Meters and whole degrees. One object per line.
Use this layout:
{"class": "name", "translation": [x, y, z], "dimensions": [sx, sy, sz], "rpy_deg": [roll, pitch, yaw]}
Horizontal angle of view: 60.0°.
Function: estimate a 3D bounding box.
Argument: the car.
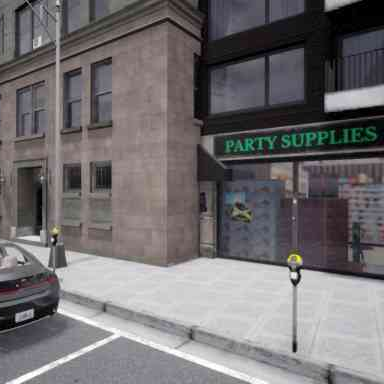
{"class": "car", "translation": [-4.189, 1.550, 6.076], "dimensions": [4.403, 1.369, 2.008], "rpy_deg": [0, 0, 36]}
